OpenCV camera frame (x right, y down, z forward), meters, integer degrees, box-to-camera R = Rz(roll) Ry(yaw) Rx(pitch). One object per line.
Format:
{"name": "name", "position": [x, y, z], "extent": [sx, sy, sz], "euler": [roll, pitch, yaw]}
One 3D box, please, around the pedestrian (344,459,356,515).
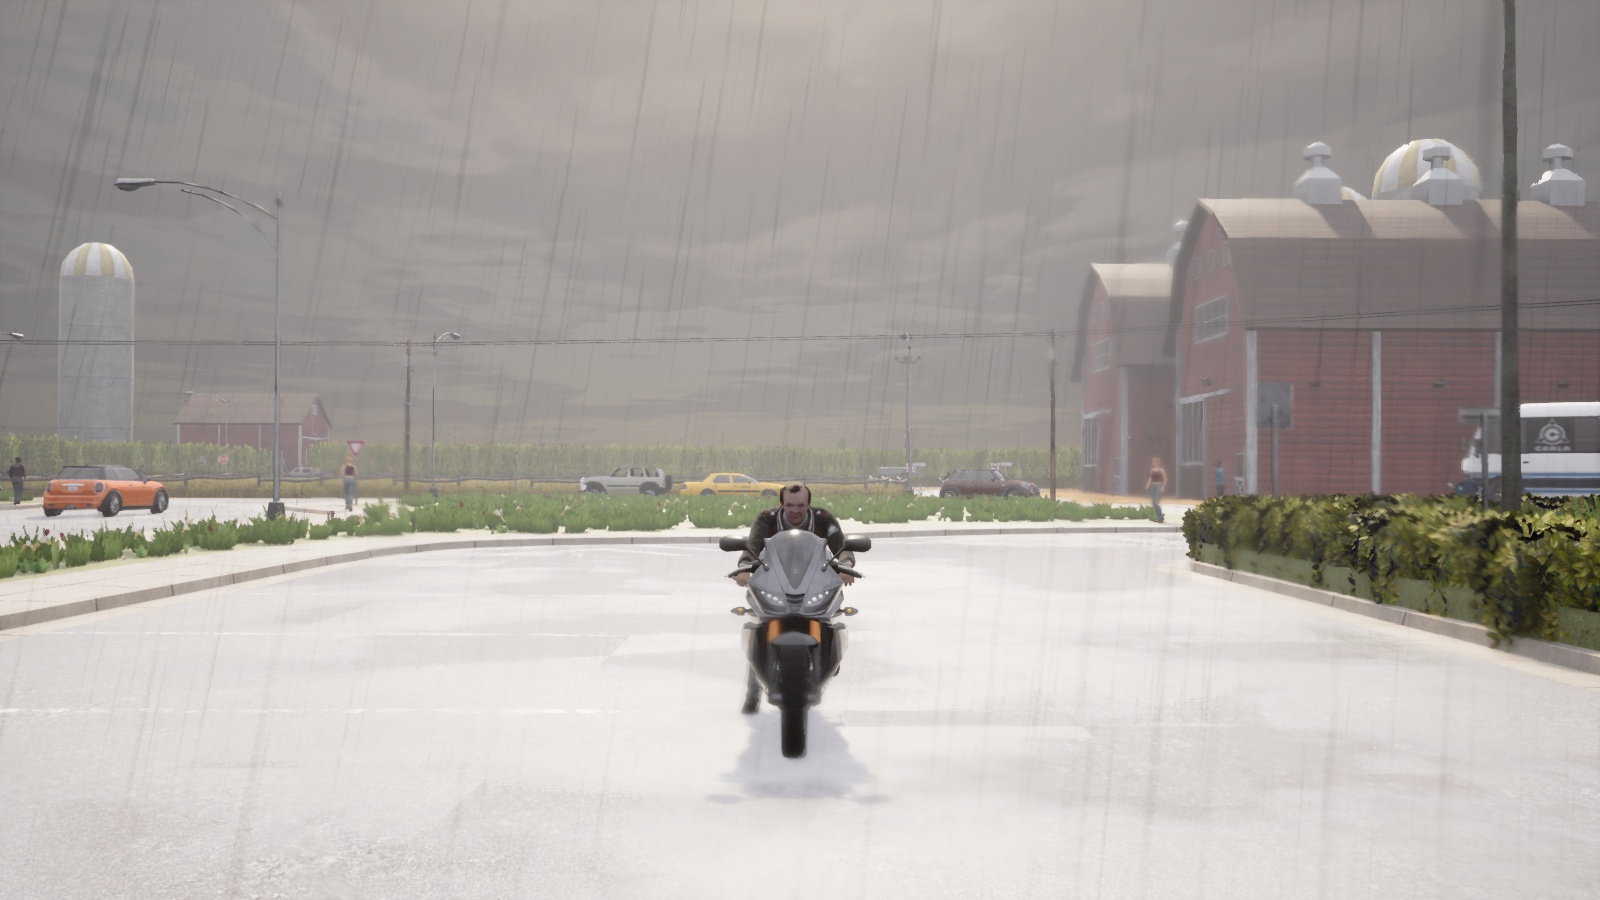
{"name": "pedestrian", "position": [-15.026, 1.233, 41.937], "extent": [0.345, 1.836, 0.594], "euler": [0, -1, -19]}

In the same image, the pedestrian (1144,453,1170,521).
{"name": "pedestrian", "position": [9.826, 1.010, 34.567], "extent": [0.594, 1.836, 0.345], "euler": [0, -1, -31]}

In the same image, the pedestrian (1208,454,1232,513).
{"name": "pedestrian", "position": [14.024, 1.116, 41.918], "extent": [0.692, 1.930, 0.396], "euler": [0, -1, 12]}

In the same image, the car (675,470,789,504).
{"name": "car", "position": [-3.219, 1.778, 60.367], "extent": [5.366, 1.575, 1.801], "euler": [0, -1, 0]}

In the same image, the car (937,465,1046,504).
{"name": "car", "position": [8.877, 1.589, 58.289], "extent": [4.553, 1.767, 2.097], "euler": [-1, -1, 26]}

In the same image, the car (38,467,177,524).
{"name": "car", "position": [-22.795, 1.461, 41.575], "extent": [2.097, 1.767, 4.553], "euler": [0, -1, -1]}

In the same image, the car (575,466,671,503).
{"name": "car", "position": [-8.961, 1.737, 63.878], "extent": [4.605, 1.855, 1.932], "euler": [0, -1, 0]}

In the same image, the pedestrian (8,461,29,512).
{"name": "pedestrian", "position": [-29.755, 1.390, 47.817], "extent": [0.402, 1.930, 0.666], "euler": [0, -1, -6]}

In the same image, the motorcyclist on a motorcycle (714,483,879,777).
{"name": "motorcyclist on a motorcycle", "position": [-0.023, 0.979, 7.742], "extent": [0.866, 1.530, 2.191], "euler": [0, -1, 0]}

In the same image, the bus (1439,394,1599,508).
{"name": "bus", "position": [30.793, 0.022, 48.805], "extent": [10.273, 4.253, 3.944], "euler": [-1, 0, 32]}
